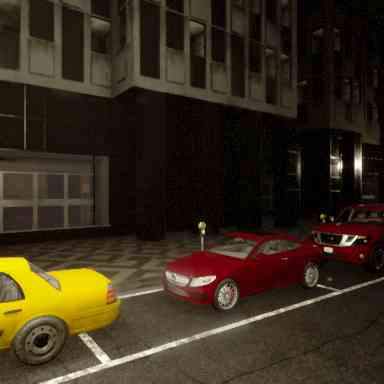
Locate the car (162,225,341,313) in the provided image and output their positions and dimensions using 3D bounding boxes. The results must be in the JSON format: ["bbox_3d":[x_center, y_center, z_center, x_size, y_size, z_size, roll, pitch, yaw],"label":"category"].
[{"bbox_3d":[1.331,1.581,7.593,4.206,1.307,1.802,0,0,-35],"label":"car"}]

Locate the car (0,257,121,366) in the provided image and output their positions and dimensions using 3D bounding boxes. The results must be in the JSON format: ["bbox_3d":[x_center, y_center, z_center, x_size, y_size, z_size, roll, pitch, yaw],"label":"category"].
[{"bbox_3d":[-3.374,1.525,4.249,4.829,1.417,1.752,0,0,-35],"label":"car"}]

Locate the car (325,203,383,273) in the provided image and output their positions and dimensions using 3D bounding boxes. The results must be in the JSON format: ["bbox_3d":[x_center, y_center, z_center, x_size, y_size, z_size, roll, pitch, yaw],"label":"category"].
[{"bbox_3d":[5.897,1.314,10.839,5.009,1.841,2.192,0,0,-35],"label":"car"}]
